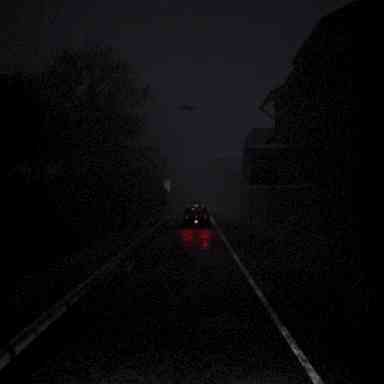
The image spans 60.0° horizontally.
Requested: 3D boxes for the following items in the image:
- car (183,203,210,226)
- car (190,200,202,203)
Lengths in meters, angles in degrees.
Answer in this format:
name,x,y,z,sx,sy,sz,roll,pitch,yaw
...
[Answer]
name,x,y,z,sx,sy,sz,roll,pitch,yaw
car,0.318,1.770,25.137,1.895,1.301,4.718,0,0,1
car,0.519,1.792,41.604,2.097,1.767,4.553,0,-2,1
